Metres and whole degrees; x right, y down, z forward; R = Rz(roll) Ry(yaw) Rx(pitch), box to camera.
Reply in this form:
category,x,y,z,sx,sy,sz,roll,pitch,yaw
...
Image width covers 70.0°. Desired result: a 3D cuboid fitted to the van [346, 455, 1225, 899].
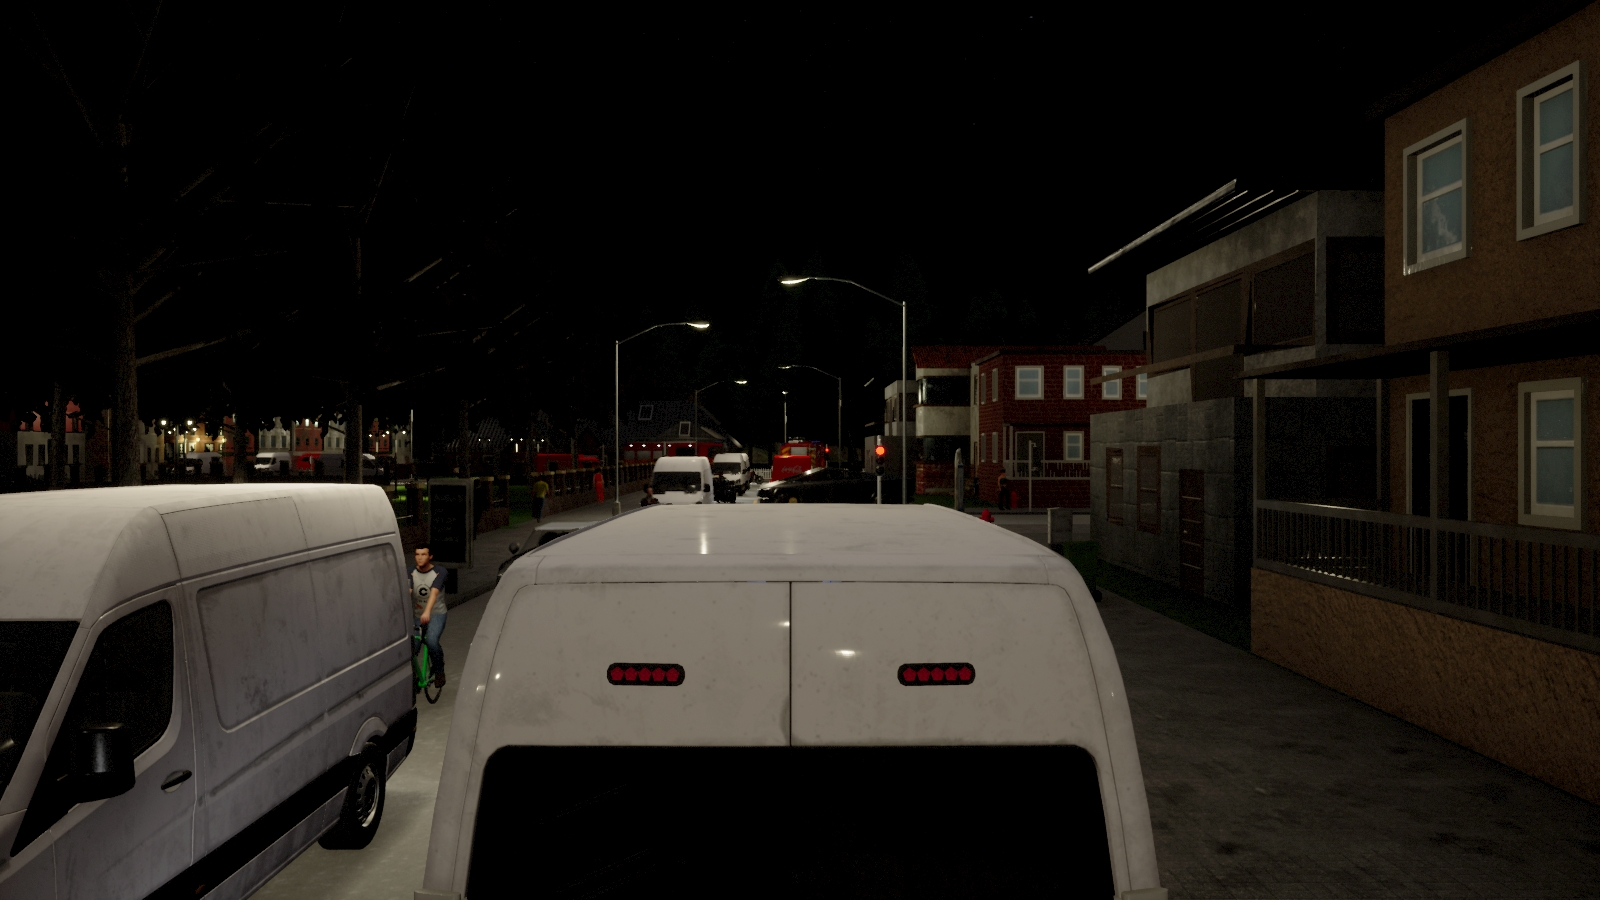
category,x,y,z,sx,sy,sz,roll,pitch,yaw
van,-0.041,1.314,5.541,1.988,2.561,5.915,0,0,0

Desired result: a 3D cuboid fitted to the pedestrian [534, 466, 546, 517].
category,x,y,z,sx,sy,sz,roll,pitch,yaw
pedestrian,-9.642,1.526,42.359,0.375,1.860,0.375,0,0,0

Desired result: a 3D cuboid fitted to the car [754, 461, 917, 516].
category,x,y,z,sx,sy,sz,roll,pitch,yaw
car,1.400,1.534,46.592,6.274,2.098,2.390,0,0,-10

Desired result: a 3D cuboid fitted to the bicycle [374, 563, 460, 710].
category,x,y,z,sx,sy,sz,roll,pitch,yaw
bicycle,-4.053,1.936,12.189,0.373,1.296,1.643,0,0,0

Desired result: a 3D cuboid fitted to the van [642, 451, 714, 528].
category,x,y,z,sx,sy,sz,roll,pitch,yaw
van,-4.281,1.315,41.064,1.988,2.561,5.915,0,0,0

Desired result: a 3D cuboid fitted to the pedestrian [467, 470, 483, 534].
category,x,y,z,sx,sy,sz,roll,pitch,yaw
pedestrian,-9.564,1.525,33.652,0.375,1.860,0.375,0,0,-1

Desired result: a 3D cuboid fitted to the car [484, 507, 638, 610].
category,x,y,z,sx,sy,sz,roll,pitch,yaw
car,-4.117,1.845,20.292,1.970,1.475,3.806,0,0,0

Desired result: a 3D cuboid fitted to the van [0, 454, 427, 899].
category,x,y,z,sx,sy,sz,roll,pitch,yaw
van,-4.032,1.314,6.374,1.988,2.561,5.915,0,0,0
